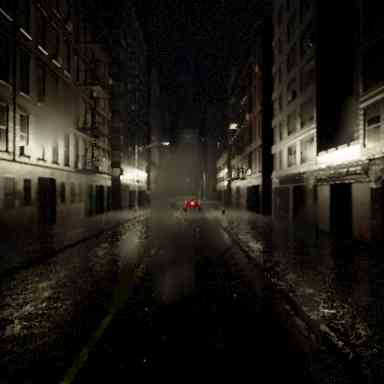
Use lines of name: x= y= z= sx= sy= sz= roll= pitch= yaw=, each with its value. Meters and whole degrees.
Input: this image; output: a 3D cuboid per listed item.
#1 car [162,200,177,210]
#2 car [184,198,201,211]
car: x=-3.128 y=1.807 z=46.850 sx=1.895 sy=1.301 sz=4.718 roll=0 pitch=0 yaw=0
car: x=0.057 y=1.548 z=44.633 sx=2.097 sy=1.767 sz=4.553 roll=0 pitch=0 yaw=0
